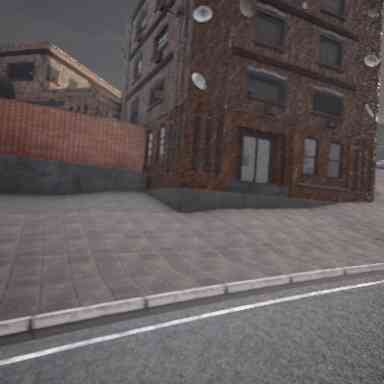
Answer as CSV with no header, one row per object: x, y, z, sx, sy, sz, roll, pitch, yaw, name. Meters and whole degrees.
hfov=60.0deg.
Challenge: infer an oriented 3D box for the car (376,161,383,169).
24.453,-3.158,42.370,4.553,1.767,2.185,3,-2,17,car
